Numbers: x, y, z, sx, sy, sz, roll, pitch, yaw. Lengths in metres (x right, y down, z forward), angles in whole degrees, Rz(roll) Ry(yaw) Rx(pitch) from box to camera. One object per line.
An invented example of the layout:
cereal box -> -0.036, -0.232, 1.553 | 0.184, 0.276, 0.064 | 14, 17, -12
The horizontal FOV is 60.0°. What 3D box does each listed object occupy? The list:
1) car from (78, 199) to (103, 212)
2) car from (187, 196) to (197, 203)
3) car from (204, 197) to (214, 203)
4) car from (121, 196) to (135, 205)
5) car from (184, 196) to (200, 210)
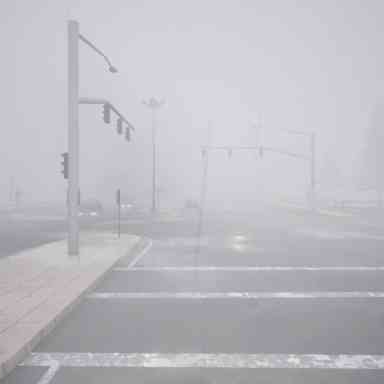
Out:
car -> -11.611, 1.526, 38.406 | 1.812, 1.442, 4.674 | 0, 0, 0
car -> -0.059, 1.564, 68.915 | 1.994, 1.385, 4.181 | 0, 0, 0
car -> 3.441, 1.601, 68.949 | 1.895, 1.301, 4.718 | 0, 0, 0
car -> -11.583, 1.492, 60.179 | 2.128, 1.511, 4.902 | 0, 0, 0
car -> -0.037, 1.526, 43.480 | 1.812, 1.442, 4.674 | 0, 0, 0
